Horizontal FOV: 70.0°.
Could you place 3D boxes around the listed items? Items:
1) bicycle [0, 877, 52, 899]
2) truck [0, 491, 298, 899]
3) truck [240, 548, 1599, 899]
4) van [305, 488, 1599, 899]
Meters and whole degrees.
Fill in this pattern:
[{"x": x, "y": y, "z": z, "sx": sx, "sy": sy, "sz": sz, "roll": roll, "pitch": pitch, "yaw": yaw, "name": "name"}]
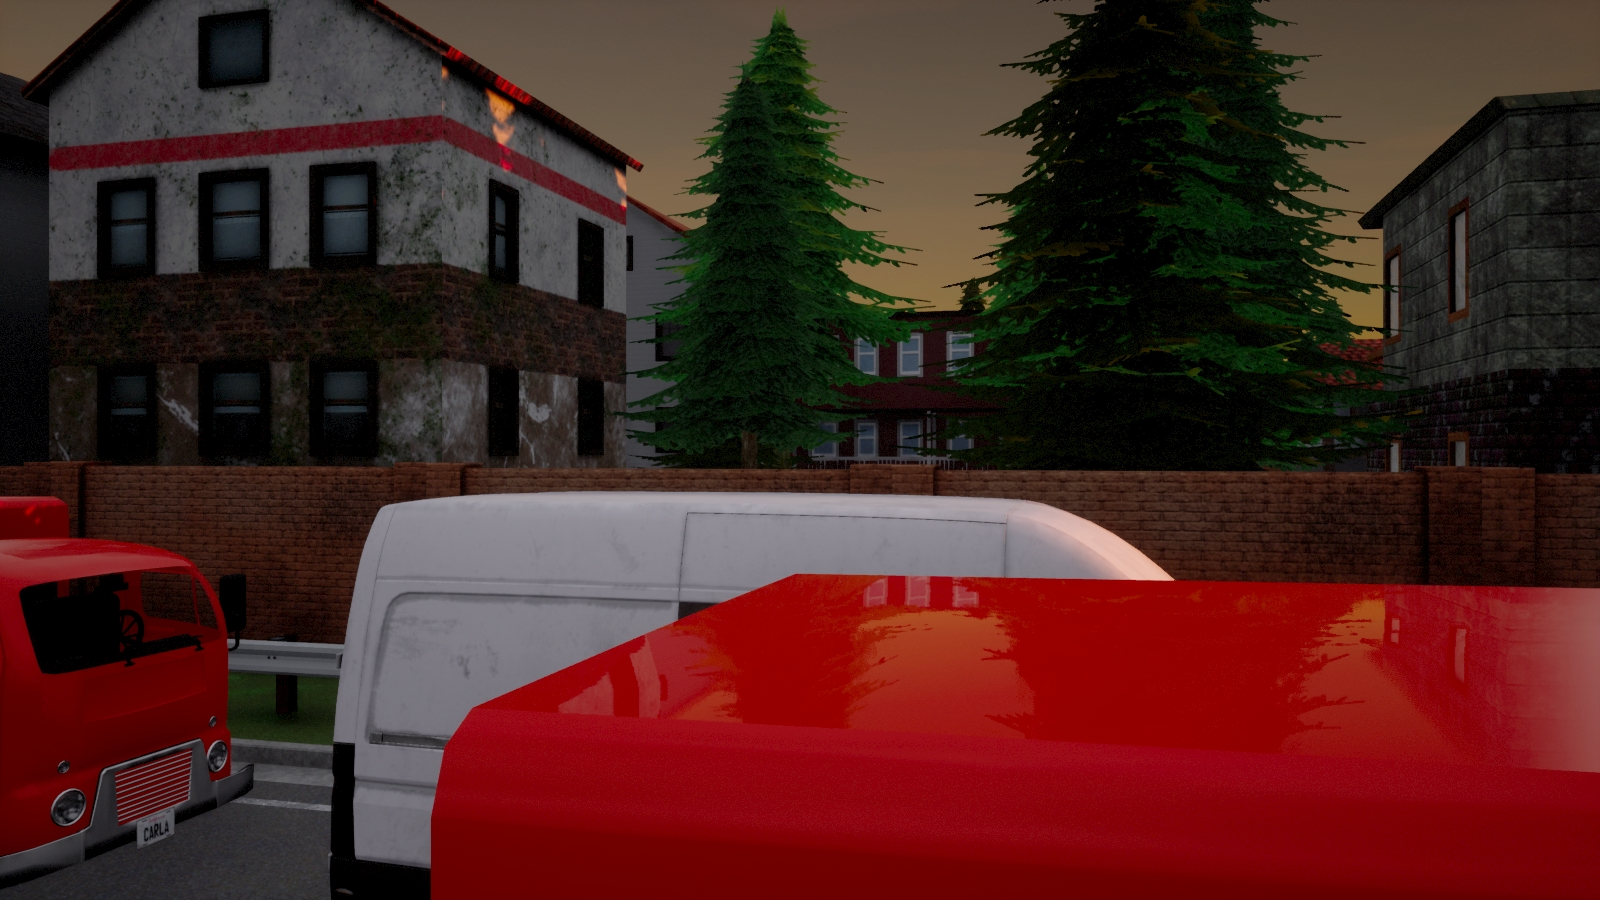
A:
[{"x": -3.101, "y": 2.056, "z": 3.494, "sx": 1.643, "sy": 1.496, "sz": 0.373, "roll": 0, "pitch": 0, "yaw": 16, "name": "bicycle"}, {"x": -6.587, "y": 1.568, "z": 7.895, "sx": 5.204, "sy": 2.467, "sz": 2.627, "roll": 0, "pitch": 0, "yaw": 15, "name": "truck"}, {"x": 2.192, "y": 1.568, "z": 1.959, "sx": 5.204, "sy": 2.467, "sz": 2.627, "roll": 0, "pitch": 0, "yaw": 15, "name": "truck"}, {"x": 0.608, "y": 1.535, "z": 6.000, "sx": 5.915, "sy": 2.561, "sz": 1.988, "roll": 0, "pitch": 0, "yaw": 15, "name": "van"}]
